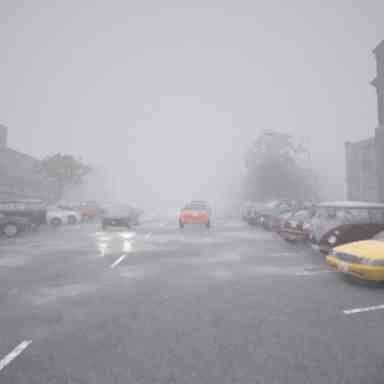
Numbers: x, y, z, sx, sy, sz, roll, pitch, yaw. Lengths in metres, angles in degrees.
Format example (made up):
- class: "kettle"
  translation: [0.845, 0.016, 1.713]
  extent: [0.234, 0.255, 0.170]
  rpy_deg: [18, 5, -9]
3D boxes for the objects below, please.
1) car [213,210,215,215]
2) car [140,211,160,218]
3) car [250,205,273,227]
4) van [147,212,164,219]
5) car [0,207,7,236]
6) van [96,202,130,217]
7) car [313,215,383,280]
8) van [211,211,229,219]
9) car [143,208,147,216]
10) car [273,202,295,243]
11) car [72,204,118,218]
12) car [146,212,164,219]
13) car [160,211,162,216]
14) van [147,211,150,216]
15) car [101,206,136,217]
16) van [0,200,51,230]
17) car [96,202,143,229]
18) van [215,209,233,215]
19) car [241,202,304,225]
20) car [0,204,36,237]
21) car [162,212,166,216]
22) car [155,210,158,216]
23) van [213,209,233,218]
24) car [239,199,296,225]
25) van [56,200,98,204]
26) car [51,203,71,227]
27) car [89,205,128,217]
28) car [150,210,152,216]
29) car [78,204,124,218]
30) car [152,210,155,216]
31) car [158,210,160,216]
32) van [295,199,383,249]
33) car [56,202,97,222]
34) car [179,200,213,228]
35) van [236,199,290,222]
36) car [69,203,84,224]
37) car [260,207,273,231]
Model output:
- class: "car"
  translation: [1.143, 2.149, 42.742]
  extent: [2.150, 2.045, 5.566]
  rpy_deg: [-1, -4, 13]
- class: "car"
  translation: [-10.486, 5.587, 82.185]
  extent: [4.553, 1.767, 2.185]
  rpy_deg: [1, -6, -19]
- class: "car"
  translation: [6.498, 1.741, 21.154]
  extent: [4.792, 1.488, 2.163]
  rpy_deg: [1, -1, -20]
- class: "van"
  translation: [-10.330, 6.557, 93.837]
  extent: [4.442, 1.987, 1.878]
  rpy_deg: [1, -5, -19]
- class: "car"
  translation: [-11.350, 1.626, 14.932]
  extent: [4.792, 1.488, 2.163]
  rpy_deg: [-1, -1, -20]
- class: "van"
  translation: [-11.195, 2.453, 47.096]
  extent: [4.442, 1.987, 1.878]
  rpy_deg: [0, -3, -19]
- class: "car"
  translation: [6.241, 1.548, 9.104]
  extent: [5.366, 1.575, 1.946]
  rpy_deg: [1, 0, -20]
- class: "van"
  translation: [7.369, 5.985, 87.565]
  extent: [4.442, 1.987, 1.878]
  rpy_deg: [3, -5, -19]
- class: "car"
  translation: [-10.930, 3.106, 55.915]
  extent: [5.566, 2.045, 2.435]
  rpy_deg: [1, -5, -19]
- class: "car"
  translation: [6.408, 1.494, 15.152]
  extent: [4.553, 1.767, 2.185]
  rpy_deg: [1, -1, -20]
- class: "car"
  translation: [-11.199, 2.185, 38.362]
  extent: [4.892, 1.521, 2.231]
  rpy_deg: [0, -3, -19]
- class: "car"
  translation: [-10.248, 6.388, 90.956]
  extent: [4.553, 1.767, 2.185]
  rpy_deg: [1, -5, -19]
- class: "car"
  translation: [-10.501, 5.450, 79.254]
  extent: [4.892, 1.521, 2.231]
  rpy_deg: [1, -5, -19]
- class: "van"
  translation: [-10.745, 3.655, 61.793]
  extent: [4.442, 1.987, 1.878]
  rpy_deg: [1, -6, -19]
- class: "car"
  translation: [-11.033, 2.885, 50.035]
  extent: [4.892, 1.521, 2.231]
  rpy_deg: [1, -4, -19]
- class: "van"
  translation: [-11.457, 1.462, 20.748]
  extent: [4.442, 1.987, 1.878]
  rpy_deg: [0, -1, -20]
- class: "car"
  translation: [-4.992, 1.742, 23.714]
  extent: [1.882, 1.535, 5.008]
  rpy_deg: [0, -1, 1]
- class: "van"
  translation: [7.133, 4.922, 75.839]
  extent: [4.442, 1.987, 1.878]
  rpy_deg: [3, -5, -19]
- class: "car"
  translation: [6.546, 1.702, 27.139]
  extent: [4.553, 1.767, 2.185]
  rpy_deg: [1, -1, -19]
- class: "car"
  translation: [-11.369, 1.638, 17.850]
  extent: [5.008, 1.535, 2.097]
  rpy_deg: [-1, -1, -20]
- class: "car"
  translation: [-10.422, 5.728, 85.107]
  extent: [5.566, 2.045, 2.435]
  rpy_deg: [1, -5, -19]
- class: "car"
  translation: [-10.801, 4.916, 73.351]
  extent: [5.366, 1.575, 1.946]
  rpy_deg: [1, -5, -19]
- class: "van"
  translation: [7.410, 5.197, 78.855]
  extent: [4.442, 1.987, 1.878]
  rpy_deg: [3, -6, -19]
- class: "car"
  translation: [6.473, 1.514, 24.122]
  extent: [5.566, 2.045, 2.435]
  rpy_deg: [1, -1, -20]
- class: "van"
  translation: [-11.367, 1.729, 32.477]
  extent: [4.442, 1.987, 1.878]
  rpy_deg: [0, -2, -19]
- class: "car"
  translation: [-11.330, 1.781, 23.719]
  extent: [4.674, 1.452, 2.002]
  rpy_deg: [0, -1, -20]
- class: "car"
  translation: [-11.130, 2.496, 44.203]
  extent: [4.892, 1.521, 2.231]
  rpy_deg: [0, -4, -19]
- class: "car"
  translation: [-10.825, 4.167, 64.638]
  extent: [4.792, 1.488, 2.163]
  rpy_deg: [1, -5, -19]
- class: "car"
  translation: [-11.332, 2.325, 41.216]
  extent: [5.366, 1.575, 1.946]
  rpy_deg: [0, -3, -19]
- class: "car"
  translation: [-10.918, 4.394, 67.515]
  extent: [5.366, 1.575, 1.946]
  rpy_deg: [1, -5, -19]
- class: "car"
  translation: [-10.535, 5.215, 76.337]
  extent: [4.792, 1.488, 2.163]
  rpy_deg: [1, -6, -19]
- class: "van"
  translation: [6.319, 1.354, 12.122]
  extent: [4.442, 1.987, 1.878]
  rpy_deg: [1, 0, -20]
- class: "car"
  translation: [-11.253, 1.898, 29.590]
  extent: [4.792, 1.488, 2.163]
  rpy_deg: [0, -2, -20]
- class: "car"
  translation: [0.204, 1.636, 24.807]
  extent: [2.097, 1.767, 4.553]
  rpy_deg: [0, -1, 0]
- class: "van"
  translation: [6.428, 1.670, 30.085]
  extent: [4.442, 1.987, 1.878]
  rpy_deg: [1, -2, -19]
- class: "car"
  translation: [-11.308, 1.841, 26.657]
  extent: [4.674, 1.452, 2.002]
  rpy_deg: [0, -2, -20]
- class: "car"
  translation: [6.448, 1.702, 18.150]
  extent: [4.674, 1.452, 2.002]
  rpy_deg: [1, -1, -20]
